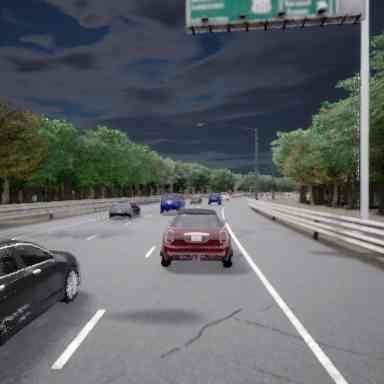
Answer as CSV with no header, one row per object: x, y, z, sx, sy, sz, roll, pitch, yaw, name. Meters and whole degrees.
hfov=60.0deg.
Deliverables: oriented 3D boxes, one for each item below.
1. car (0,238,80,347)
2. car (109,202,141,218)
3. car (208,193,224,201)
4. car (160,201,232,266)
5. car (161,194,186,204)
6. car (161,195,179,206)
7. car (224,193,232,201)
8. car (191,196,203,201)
-3.377,1.499,5.334,1.837,1.490,4.892,0,0,1,car
-5.884,1.549,29.590,1.994,1.385,4.181,0,0,4,car
4.166,1.214,59.723,2.150,2.045,5.566,0,0,8,car
0.189,1.352,11.664,2.097,1.767,4.553,0,0,2,car
-1.979,1.212,35.645,2.150,2.045,5.566,0,0,5,car
-3.547,1.331,54.070,2.097,1.767,4.553,0,0,7,car
8.363,1.177,84.820,2.150,2.045,5.566,0,0,12,car
0.906,1.479,61.162,2.128,1.511,4.902,0,0,8,car
